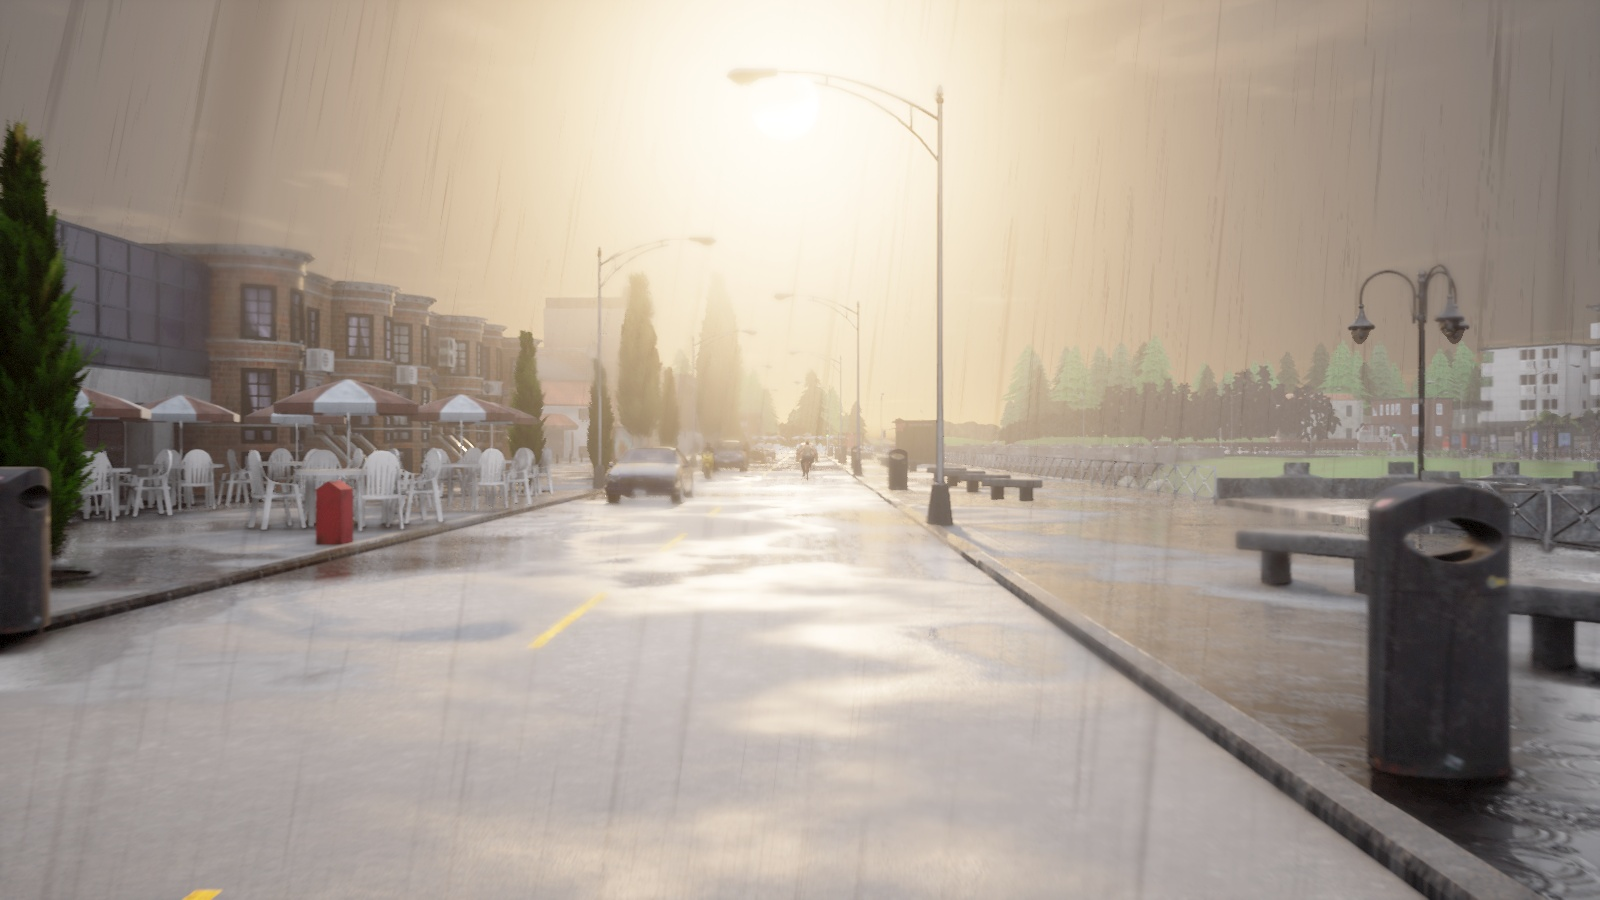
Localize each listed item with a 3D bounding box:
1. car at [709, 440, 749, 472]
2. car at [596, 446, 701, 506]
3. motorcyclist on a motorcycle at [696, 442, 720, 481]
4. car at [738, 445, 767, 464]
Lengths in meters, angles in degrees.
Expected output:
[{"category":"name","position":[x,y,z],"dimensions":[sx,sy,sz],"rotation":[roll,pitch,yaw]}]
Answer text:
[{"category":"car","position":[-3.625,0.277,64.663],"dimensions":[1.851,1.617,3.988],"rotation":[0,0,0]},{"category":"car","position":[-3.805,0.608,32.489],"dimensions":[2.033,1.411,5.357],"rotation":[0,0,0]},{"category":"motorcyclist on a motorcycle","position":[-3.705,0.440,50.718],"dimensions":[0.797,1.523,2.044],"rotation":[0,0,0]},{"category":"car","position":[-3.474,0.323,92.514],"dimensions":[1.895,1.301,4.718],"rotation":[0,0,0]}]
